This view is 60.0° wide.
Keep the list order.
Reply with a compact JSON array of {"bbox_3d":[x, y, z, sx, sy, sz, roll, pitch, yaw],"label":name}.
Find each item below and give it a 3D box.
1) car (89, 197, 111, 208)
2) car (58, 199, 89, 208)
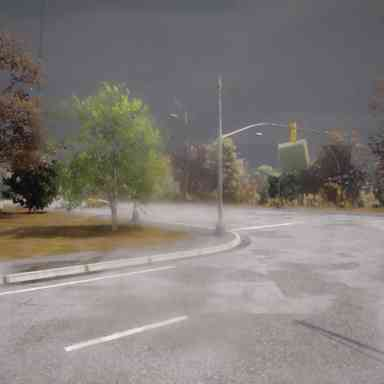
[{"bbox_3d":[-12.678,1.364,45.770,1.882,1.535,5.008,-1,0,-39],"label":"car"},{"bbox_3d":[-15.827,1.459,44.107,1.812,1.442,4.674,-1,0,-39],"label":"car"}]
